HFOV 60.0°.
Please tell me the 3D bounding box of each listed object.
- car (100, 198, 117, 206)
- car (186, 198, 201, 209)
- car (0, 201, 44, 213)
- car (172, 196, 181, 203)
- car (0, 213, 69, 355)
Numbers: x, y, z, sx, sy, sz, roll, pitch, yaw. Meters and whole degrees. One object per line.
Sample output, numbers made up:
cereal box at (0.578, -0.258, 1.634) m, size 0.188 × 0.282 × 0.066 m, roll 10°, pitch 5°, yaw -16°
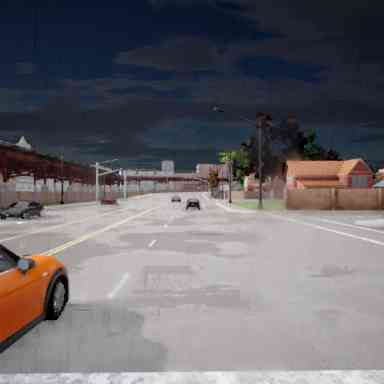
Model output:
car at (-13.983, 1.600, 55.926) m, size 1.895 × 1.301 × 4.718 m, roll 0°, pitch 0°, yaw 1°
car at (0.157, 1.546, 44.588) m, size 2.033 × 1.411 × 5.357 m, roll 0°, pitch 0°, yaw 0°
car at (-14.065, 1.504, 27.778) m, size 1.837 × 1.490 × 4.892 m, roll 0°, pitch 0°, yaw 0°
car at (-3.397, 1.553, 72.455) m, size 1.994 × 1.385 × 4.181 m, roll 0°, pitch 0°, yaw 0°
car at (-3.396, 1.351, 4.443) m, size 2.097 × 1.767 × 4.553 m, roll 0°, pitch 0°, yaw 1°
